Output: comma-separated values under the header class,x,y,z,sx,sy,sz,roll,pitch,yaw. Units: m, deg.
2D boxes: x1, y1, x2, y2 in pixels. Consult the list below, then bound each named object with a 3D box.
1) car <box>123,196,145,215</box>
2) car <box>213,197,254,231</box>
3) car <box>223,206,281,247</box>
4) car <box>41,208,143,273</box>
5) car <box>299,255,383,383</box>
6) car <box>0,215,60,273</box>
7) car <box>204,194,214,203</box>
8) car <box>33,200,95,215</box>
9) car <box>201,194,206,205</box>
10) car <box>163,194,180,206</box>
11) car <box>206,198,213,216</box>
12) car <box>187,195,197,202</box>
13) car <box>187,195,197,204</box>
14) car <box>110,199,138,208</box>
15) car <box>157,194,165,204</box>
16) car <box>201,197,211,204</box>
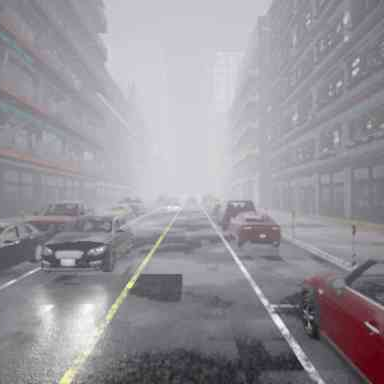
class,x,y,z,sx,sy,sz,roll,pitch,yaw
car,-5.674,1.332,31.516,2.192,1.841,5.009,1,0,0
car,2.707,1.327,20.488,2.192,1.841,5.009,1,0,0
car,2.704,1.555,14.948,1.887,1.381,4.507,1,0,0
car,-3.101,1.498,10.761,2.128,1.511,4.902,0,0,0
car,2.706,1.443,3.866,1.967,1.590,4.097,1,0,0
car,-5.677,1.557,9.354,2.008,1.369,4.403,1,0,0
car,2.998,1.479,46.139,1.801,1.575,5.366,0,0,0
car,-5.673,1.324,14.894,2.192,1.841,5.009,1,0,0
car,2.706,1.343,59.272,2.192,1.841,5.009,1,0,0
car,-3.064,1.518,54.645,2.128,1.511,4.902,0,0,0
car,2.702,1.568,31.569,2.008,1.369,4.403,1,0,0
car,-0.004,1.449,76.778,2.033,1.411,5.357,0,0,0
car,0.016,1.575,63.430,2.033,1.411,5.357,0,0,1
car,-5.678,1.539,25.806,1.752,1.417,4.829,1,0,0
car,-5.676,1.344,64.759,2.192,1.841,5.009,1,0,0
car,2.701,1.612,64.811,1.802,1.307,4.206,1,0,0
